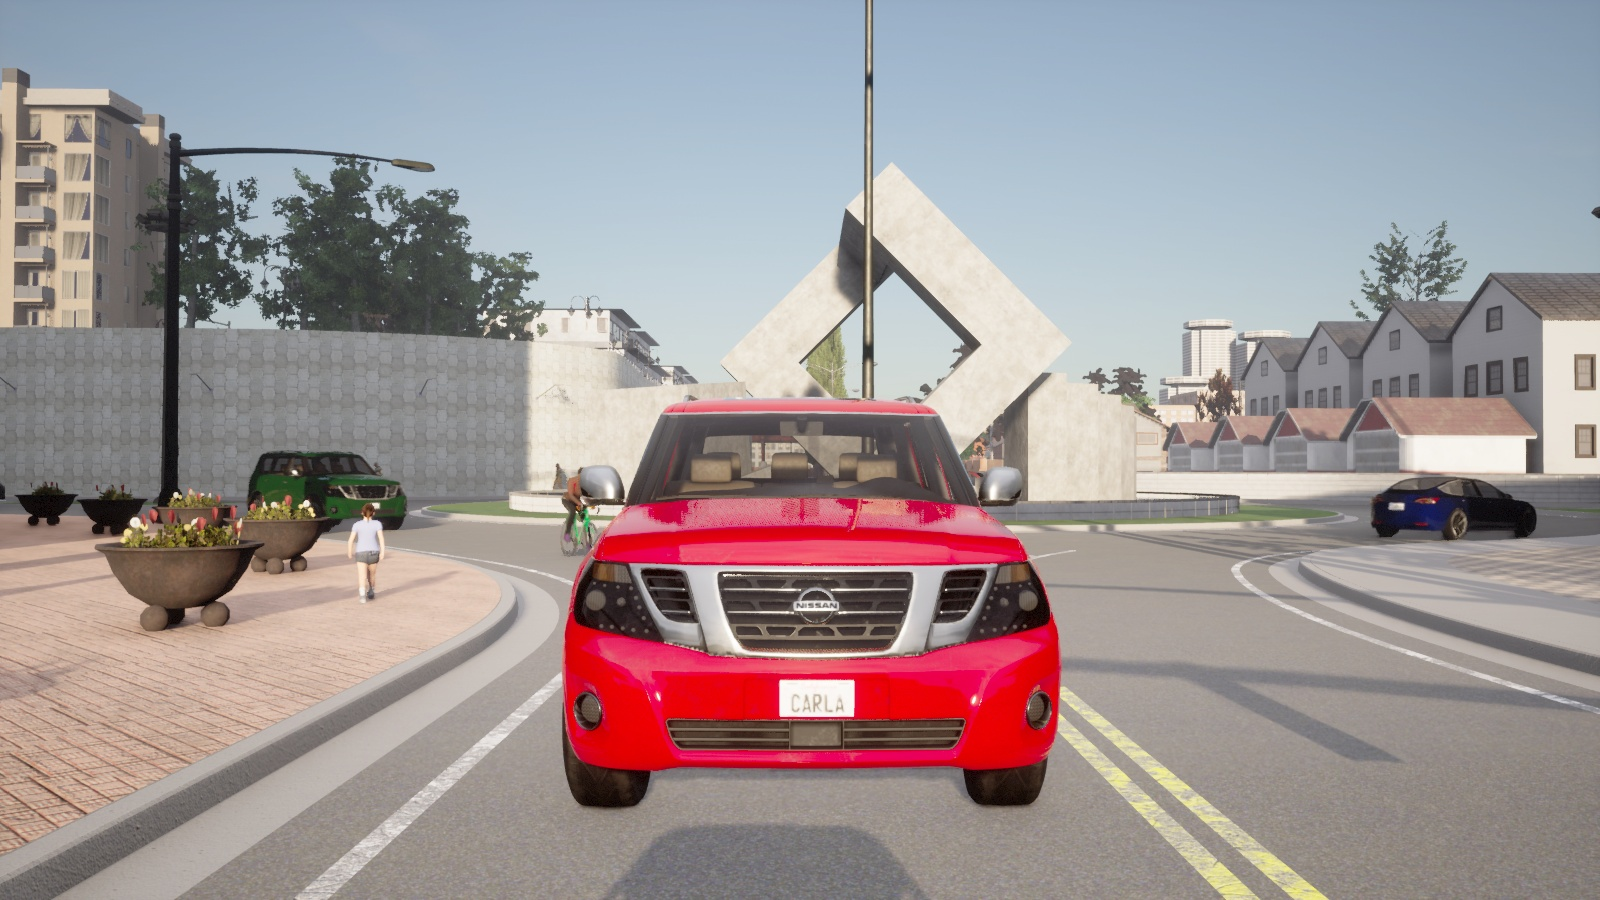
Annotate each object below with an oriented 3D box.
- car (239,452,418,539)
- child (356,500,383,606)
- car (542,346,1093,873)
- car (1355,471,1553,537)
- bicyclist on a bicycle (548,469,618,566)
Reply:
[{"bbox_3d":[-12.257,1.125,32.400,5.566,2.045,2.150,-1,-1,44],"label":"car"},{"bbox_3d":[-4.650,1.099,13.554,0.255,1.110,0.394,0,-1,-21],"label":"child"},{"bbox_3d":[-0.008,0.663,7.703,2.150,2.045,5.566,0,-1,-2],"label":"car"},{"bbox_3d":[16.064,1.266,30.802,4.792,1.488,2.163,0,-1,-32],"label":"car"},{"bbox_3d":[-3.814,1.151,22.010,0.582,1.620,1.656,0,-1,-34],"label":"bicyclist on a bicycle"}]
